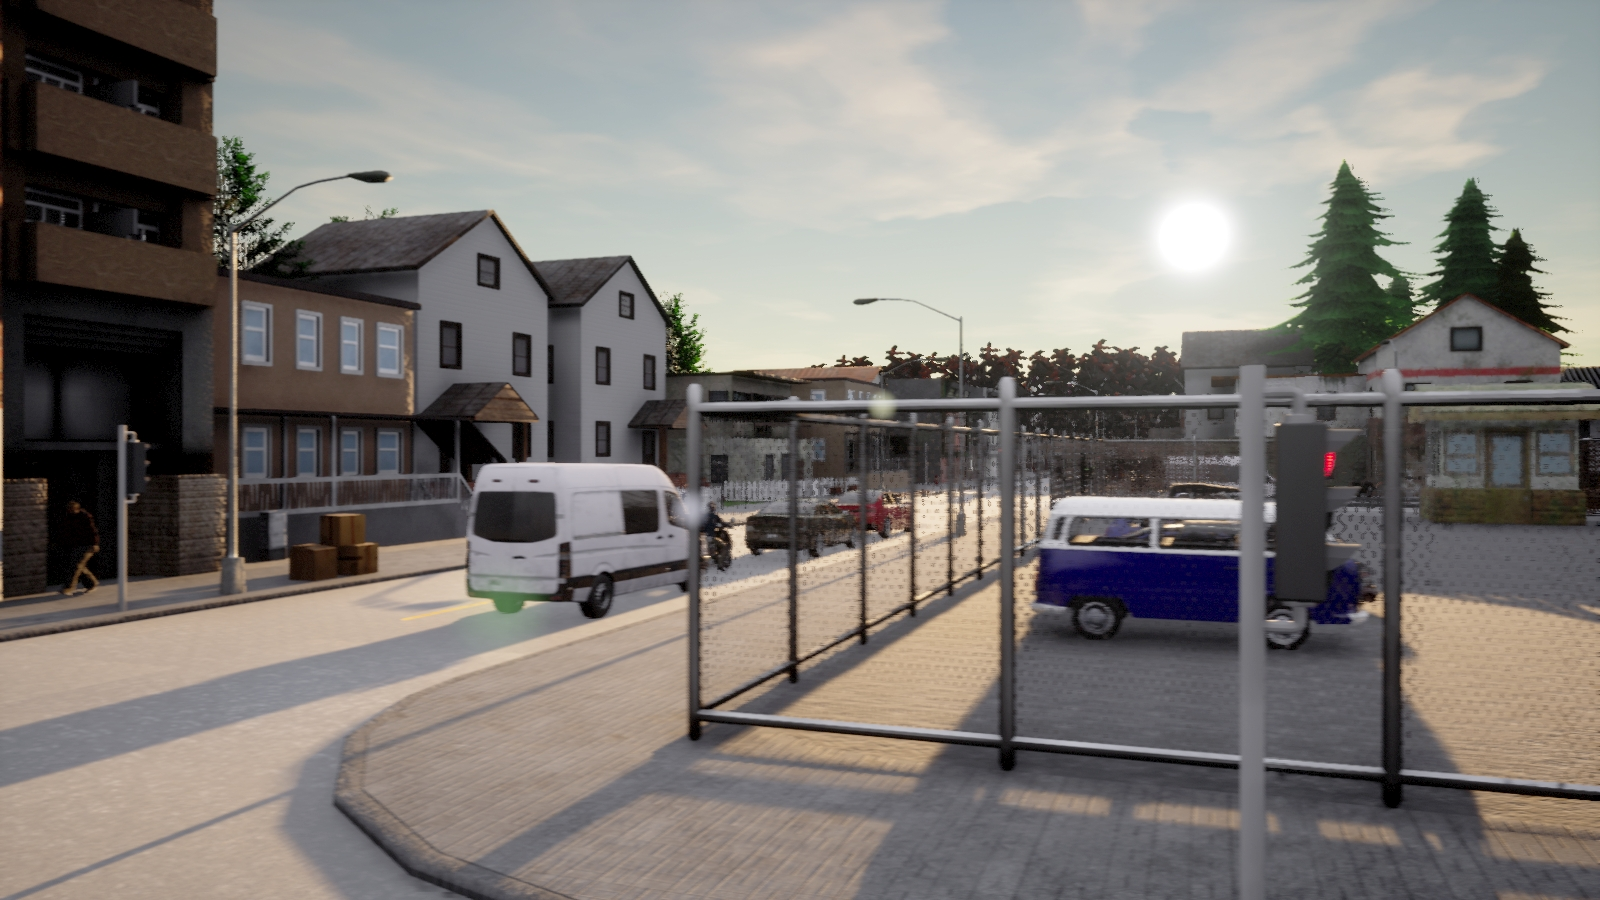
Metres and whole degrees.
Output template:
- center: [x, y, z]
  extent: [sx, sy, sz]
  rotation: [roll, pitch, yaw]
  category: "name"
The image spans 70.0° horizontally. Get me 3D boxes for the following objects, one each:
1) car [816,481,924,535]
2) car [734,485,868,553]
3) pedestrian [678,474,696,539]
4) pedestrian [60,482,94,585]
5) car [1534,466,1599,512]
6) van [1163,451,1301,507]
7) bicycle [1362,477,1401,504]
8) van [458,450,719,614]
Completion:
- center: [2.383, 1.841, 37.516]
  extent: [2.231, 1.480, 4.892]
  rotation: [0, 0, 20]
  category: "car"
- center: [0.139, 1.814, 31.325]
  extent: [2.097, 1.535, 5.006]
  rotation: [0, 0, 20]
  category: "car"
- center: [-3.279, 1.628, 33.145]
  extent: [0.375, 1.860, 0.375]
  rotation: [0, 0, 30]
  category: "pedestrian"
- center: [-13.239, 1.516, 20.925]
  extent: [0.375, 1.860, 0.375]
  rotation: [0, 0, 9]
  category: "pedestrian"
- center: [34.098, 1.644, 48.544]
  extent: [4.605, 1.855, 1.932]
  rotation: [0, 0, 21]
  category: "car"
- center: [20.121, 1.315, 53.434]
  extent: [5.915, 2.561, 1.988]
  rotation: [0, 0, 20]
  category: "van"
- center: [27.915, 1.936, 54.878]
  extent: [1.643, 1.296, 0.373]
  rotation: [0, 0, 20]
  category: "bicycle"
- center: [-3.607, 1.311, 20.994]
  extent: [1.988, 2.561, 5.915]
  rotation: [0, -1, 20]
  category: "van"
